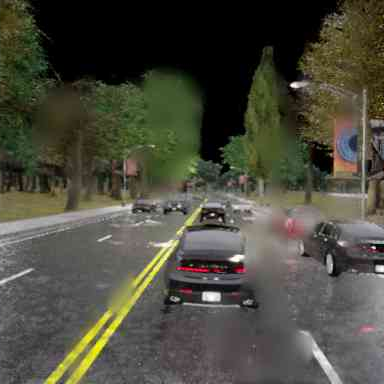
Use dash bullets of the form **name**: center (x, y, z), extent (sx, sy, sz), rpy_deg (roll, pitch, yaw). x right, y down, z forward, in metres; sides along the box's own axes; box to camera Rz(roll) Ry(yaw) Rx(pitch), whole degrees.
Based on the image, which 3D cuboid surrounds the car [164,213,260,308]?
- **car**: center (0.483, 1.517, 8.018), extent (1.837, 1.490, 4.892), rpy_deg (1, 0, 4)

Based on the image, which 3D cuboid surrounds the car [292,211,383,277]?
- **car**: center (4.772, 1.614, 10.494), extent (1.837, 1.490, 4.892), rpy_deg (1, 0, 4)

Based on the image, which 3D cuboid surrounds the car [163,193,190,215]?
- **car**: center (-1.414, 1.156, 32.626), extent (2.150, 2.045, 5.566), rpy_deg (1, 0, 4)

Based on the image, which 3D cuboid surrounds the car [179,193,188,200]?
- **car**: center (-1.887, 1.095, 75.232), extent (1.812, 1.442, 4.674), rpy_deg (1, 0, 4)

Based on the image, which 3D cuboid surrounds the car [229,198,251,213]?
- **car**: center (5.546, 1.678, 37.752), extent (1.895, 1.301, 4.718), rpy_deg (1, 0, 4)

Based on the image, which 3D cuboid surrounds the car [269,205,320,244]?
- **car**: center (5.150, 1.464, 16.452), extent (2.097, 1.767, 4.553), rpy_deg (1, 0, 4)

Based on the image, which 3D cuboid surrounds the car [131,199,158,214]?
- **car**: center (-4.632, 1.406, 33.352), extent (2.033, 1.411, 5.357), rpy_deg (1, 0, 4)

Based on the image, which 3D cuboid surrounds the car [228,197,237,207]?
- **car**: center (6.413, 1.527, 51.999), extent (2.128, 1.511, 4.902), rpy_deg (1, 0, 4)

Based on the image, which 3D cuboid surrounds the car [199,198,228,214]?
- **car**: center (1.659, 1.495, 26.663), extent (1.882, 1.535, 5.008), rpy_deg (1, 0, 4)

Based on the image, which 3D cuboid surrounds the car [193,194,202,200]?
- **car**: center (1.356, 1.145, 75.028), extent (1.837, 1.490, 4.892), rpy_deg (1, 0, 4)
